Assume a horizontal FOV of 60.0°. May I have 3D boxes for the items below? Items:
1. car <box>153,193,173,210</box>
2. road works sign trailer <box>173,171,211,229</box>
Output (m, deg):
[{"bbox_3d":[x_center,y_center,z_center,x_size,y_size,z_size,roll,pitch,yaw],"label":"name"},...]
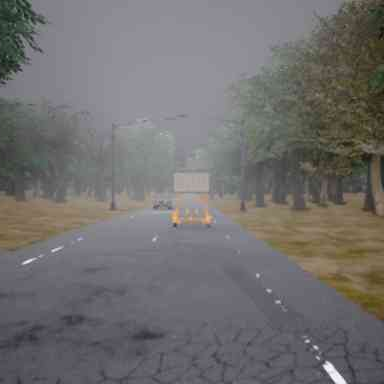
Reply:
[{"bbox_3d":[-3.597,1.182,41.756,2.150,2.045,5.566,0,0,0],"label":"car"},{"bbox_3d":[-0.022,0.437,21.243,2.380,3.560,2.880,0,0,0],"label":"road works sign trailer"}]
